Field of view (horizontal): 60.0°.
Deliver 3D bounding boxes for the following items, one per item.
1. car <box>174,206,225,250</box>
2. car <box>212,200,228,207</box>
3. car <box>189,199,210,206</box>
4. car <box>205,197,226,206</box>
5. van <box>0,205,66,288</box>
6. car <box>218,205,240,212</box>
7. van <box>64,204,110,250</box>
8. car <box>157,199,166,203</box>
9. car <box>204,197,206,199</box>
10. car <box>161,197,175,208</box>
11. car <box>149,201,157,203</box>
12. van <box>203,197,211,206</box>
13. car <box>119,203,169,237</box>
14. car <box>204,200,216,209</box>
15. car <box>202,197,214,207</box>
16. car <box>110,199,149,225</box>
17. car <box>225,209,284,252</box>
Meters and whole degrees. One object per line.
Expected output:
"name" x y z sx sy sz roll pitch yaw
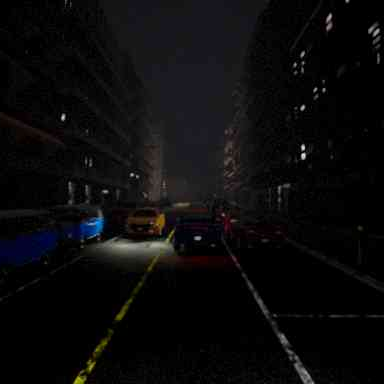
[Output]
"car" 0.247 1.609 14.992 1.882 1.535 5.008 0 -1 1
"car" 2.856 1.681 25.606 1.967 1.590 4.097 1 -1 1
"car" 0.438 1.776 32.424 1.882 1.535 5.008 0 -1 1
"car" 2.938 1.665 36.668 2.192 1.841 5.009 1 -1 1
"van" -5.207 1.402 9.162 1.690 1.788 3.998 2 0 1
"car" 2.786 1.732 20.074 1.887 1.381 4.507 1 -1 1
"van" -5.148 1.452 14.694 1.690 1.788 3.998 2 -1 1
"car" -4.854 1.947 42.342 1.947 1.339 4.313 2 -1 1
"car" 3.054 1.906 47.729 1.967 1.590 4.097 1 -1 1
"car" -4.668 1.879 58.932 2.192 1.841 5.009 2 -1 1
"car" -4.967 1.584 31.283 2.192 1.841 5.009 2 -1 1
"van" 3.356 2.132 75.384 1.690 1.788 3.998 1 -1 1
"car" -2.647 1.641 19.546 1.882 1.535 5.008 0 -1 1
"car" 3.171 2.172 58.789 1.802 1.307 4.206 1 -1 1
"car" 3.297 2.037 69.853 2.192 1.841 5.009 1 -1 1
"car" -5.027 1.530 25.754 2.192 1.841 5.009 2 -1 1
"car" 2.726 1.681 14.545 1.887 1.381 4.507 1 -1 1
